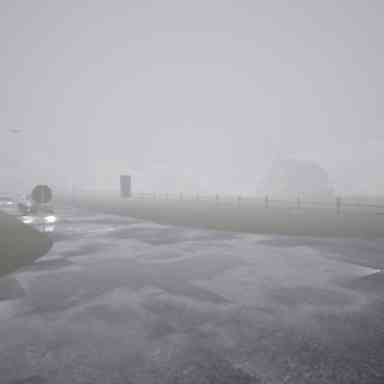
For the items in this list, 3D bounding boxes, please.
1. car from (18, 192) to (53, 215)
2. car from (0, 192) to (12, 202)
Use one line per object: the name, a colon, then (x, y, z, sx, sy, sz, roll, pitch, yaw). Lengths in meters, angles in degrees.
car: (-12.936, 0.866, 27.378, 2.097, 1.767, 4.553, -2, 2, -35)
car: (-26.872, 0.663, 47.358, 2.033, 1.411, 5.357, -2, 2, -35)
